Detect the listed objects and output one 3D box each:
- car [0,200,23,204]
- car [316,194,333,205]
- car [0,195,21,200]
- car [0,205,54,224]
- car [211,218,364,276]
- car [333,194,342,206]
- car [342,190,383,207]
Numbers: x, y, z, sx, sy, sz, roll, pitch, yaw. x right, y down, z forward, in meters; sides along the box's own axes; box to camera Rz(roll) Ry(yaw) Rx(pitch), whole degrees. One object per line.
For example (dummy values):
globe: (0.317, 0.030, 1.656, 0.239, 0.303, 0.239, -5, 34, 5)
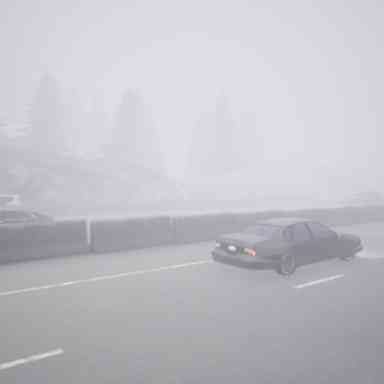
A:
car: (-12.645, 1.487, 20.768, 4.902, 1.511, 2.128, 0, 0, -36)
car: (20.148, 1.047, 48.434, 5.008, 1.535, 1.882, -1, 0, -35)
car: (-14.888, 1.218, 23.469, 5.566, 2.045, 2.150, 0, 0, -36)
car: (-8.744, 1.501, 14.954, 4.892, 1.490, 1.837, 0, 0, -36)
car: (3.100, 1.521, 10.259, 5.357, 1.411, 2.033, 0, 0, -36)
car: (22.037, 1.120, 45.487, 5.357, 1.411, 2.033, -1, 1, -35)
car: (21.260, 0.854, 40.653, 5.566, 2.045, 2.150, -1, 1, -35)
